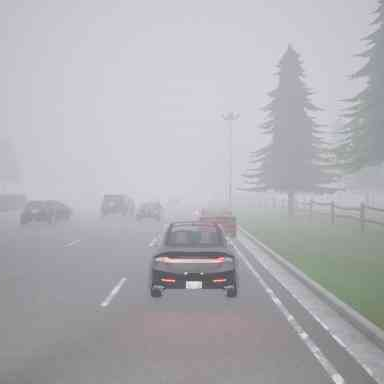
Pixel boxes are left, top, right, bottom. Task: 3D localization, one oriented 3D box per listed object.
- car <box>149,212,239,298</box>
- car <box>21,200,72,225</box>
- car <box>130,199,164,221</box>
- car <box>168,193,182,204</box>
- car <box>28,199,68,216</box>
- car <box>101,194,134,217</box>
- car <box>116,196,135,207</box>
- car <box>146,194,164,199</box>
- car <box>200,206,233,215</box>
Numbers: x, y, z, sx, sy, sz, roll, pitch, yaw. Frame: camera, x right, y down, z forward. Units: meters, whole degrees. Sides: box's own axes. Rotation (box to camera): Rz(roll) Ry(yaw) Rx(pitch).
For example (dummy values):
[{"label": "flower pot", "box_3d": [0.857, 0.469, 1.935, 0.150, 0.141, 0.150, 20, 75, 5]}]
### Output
[{"label": "car", "box_3d": [0.052, 1.492, 8.529, 2.128, 1.511, 4.902, 0, 0, 0]}, {"label": "car", "box_3d": [-10.398, 1.352, 24.127, 2.097, 1.767, 4.553, 0, 0, 0]}, {"label": "car", "box_3d": [-3.400, 1.547, 27.483, 2.033, 1.411, 5.357, 0, 0, 0]}, {"label": "car", "box_3d": [-3.398, 1.506, 63.729, 1.837, 1.490, 4.892, 0, 0, 0]}, {"label": "car", "box_3d": [-14.239, 1.491, 33.232, 2.128, 1.511, 4.902, 0, 0, -4]}, {"label": "car", "box_3d": [-6.897, 1.221, 31.189, 2.150, 2.045, 5.566, 0, 0, 0]}, {"label": "car", "box_3d": [-10.399, 1.492, 52.383, 2.128, 1.511, 4.902, 0, 0, 0]}, {"label": "car", "box_3d": [-6.899, 1.477, 62.457, 1.882, 1.535, 5.008, 0, 0, 0]}, {"label": "car", "box_3d": [1.225, 1.478, 17.871, 1.882, 1.535, 5.008, 0, 0, 0]}]
